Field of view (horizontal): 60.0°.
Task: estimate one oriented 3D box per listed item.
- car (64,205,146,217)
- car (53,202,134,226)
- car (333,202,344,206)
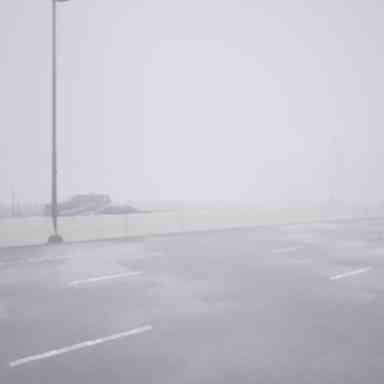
[{"bbox_3d":[-5.224,1.536,21.764,5.357,1.411,2.033,0,0,-36],"label":"car"},{"bbox_3d":[-7.216,1.536,24.643,5.357,1.411,2.033,0,0,-36],"label":"car"},{"bbox_3d":[23.076,1.887,54.786,4.902,1.511,2.128,1,-1,-35],"label":"car"}]
